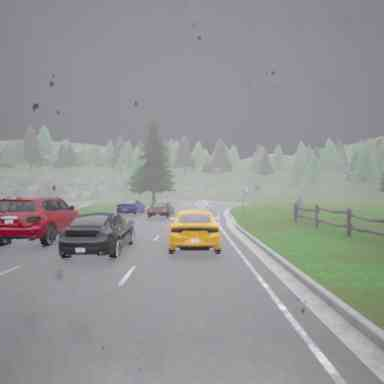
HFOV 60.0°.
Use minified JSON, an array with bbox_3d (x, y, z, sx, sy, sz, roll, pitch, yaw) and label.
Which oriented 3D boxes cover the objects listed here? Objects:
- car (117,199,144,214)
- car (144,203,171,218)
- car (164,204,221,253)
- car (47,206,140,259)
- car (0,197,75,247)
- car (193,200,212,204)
[{"bbox_3d":[-5.970,1.478,33.035,1.882,1.535,5.008,0,0,5],"label":"car"},{"bbox_3d":[-2.711,1.601,29.897,1.895,1.301,4.718,0,0,4],"label":"car"},{"bbox_3d":[0.107,1.477,13.680,1.882,1.535,5.008,0,0,0],"label":"car"},{"bbox_3d":[-3.398,1.507,12.568,1.837,1.490,4.892,0,0,0],"label":"car"},{"bbox_3d":[-6.884,1.221,15.270,2.150,2.045,5.566,0,0,0],"label":"car"},{"bbox_3d":[0.992,1.525,32.489,1.812,1.442,4.674,0,0,5],"label":"car"}]
